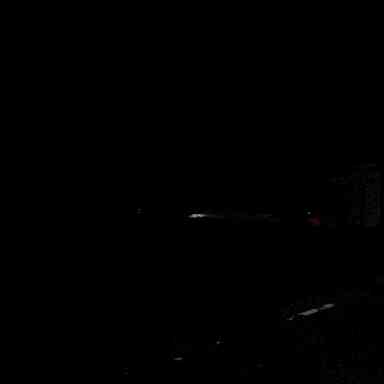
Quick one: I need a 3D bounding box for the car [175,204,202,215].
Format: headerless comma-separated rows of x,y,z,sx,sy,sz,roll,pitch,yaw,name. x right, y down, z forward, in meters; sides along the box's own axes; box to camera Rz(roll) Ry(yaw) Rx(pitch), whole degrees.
-0.544,2.276,44.403,1.994,1.385,4.181,-1,0,-36,car

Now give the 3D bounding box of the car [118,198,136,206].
-13.539,2.095,68.869,1.812,1.442,4.674,-1,1,-36,car

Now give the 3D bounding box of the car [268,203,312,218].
10.369,1.900,35.512,1.837,1.490,4.892,-1,0,-36,car

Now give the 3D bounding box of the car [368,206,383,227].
13.867,1.723,22.497,2.128,1.511,4.902,-1,0,-20,car

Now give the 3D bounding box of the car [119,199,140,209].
-11.036,2.234,59.200,2.128,1.511,4.902,-1,1,-36,car
